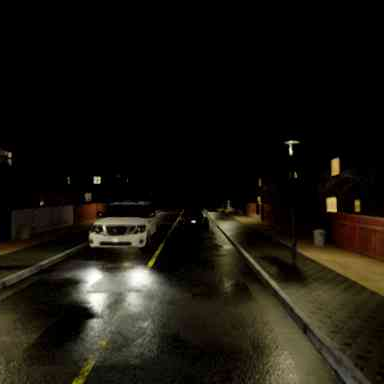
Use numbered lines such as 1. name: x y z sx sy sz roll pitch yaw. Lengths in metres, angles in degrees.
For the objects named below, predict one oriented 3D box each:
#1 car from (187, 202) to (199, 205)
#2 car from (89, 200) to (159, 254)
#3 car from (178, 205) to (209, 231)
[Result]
1. car: 0.115 2.019 40.683 1.837 1.490 4.892 0 -1 0
2. car: -2.745 1.399 14.674 2.150 2.045 5.566 0 -1 0
3. car: 0.108 1.841 22.607 1.994 1.385 4.181 0 -1 0
